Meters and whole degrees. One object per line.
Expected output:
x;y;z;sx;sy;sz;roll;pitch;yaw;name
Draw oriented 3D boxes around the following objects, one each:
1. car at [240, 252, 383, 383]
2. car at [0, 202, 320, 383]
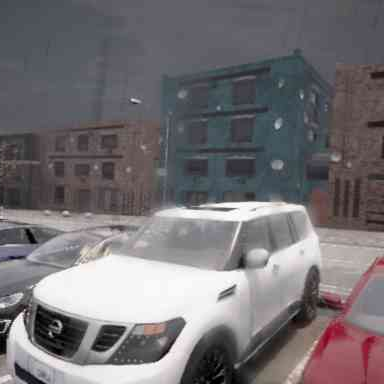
2.628;1.480;3.529;2.097;1.535;5.008;0;0;36;car
0.327;1.224;5.131;2.435;2.045;5.566;0;0;36;car
